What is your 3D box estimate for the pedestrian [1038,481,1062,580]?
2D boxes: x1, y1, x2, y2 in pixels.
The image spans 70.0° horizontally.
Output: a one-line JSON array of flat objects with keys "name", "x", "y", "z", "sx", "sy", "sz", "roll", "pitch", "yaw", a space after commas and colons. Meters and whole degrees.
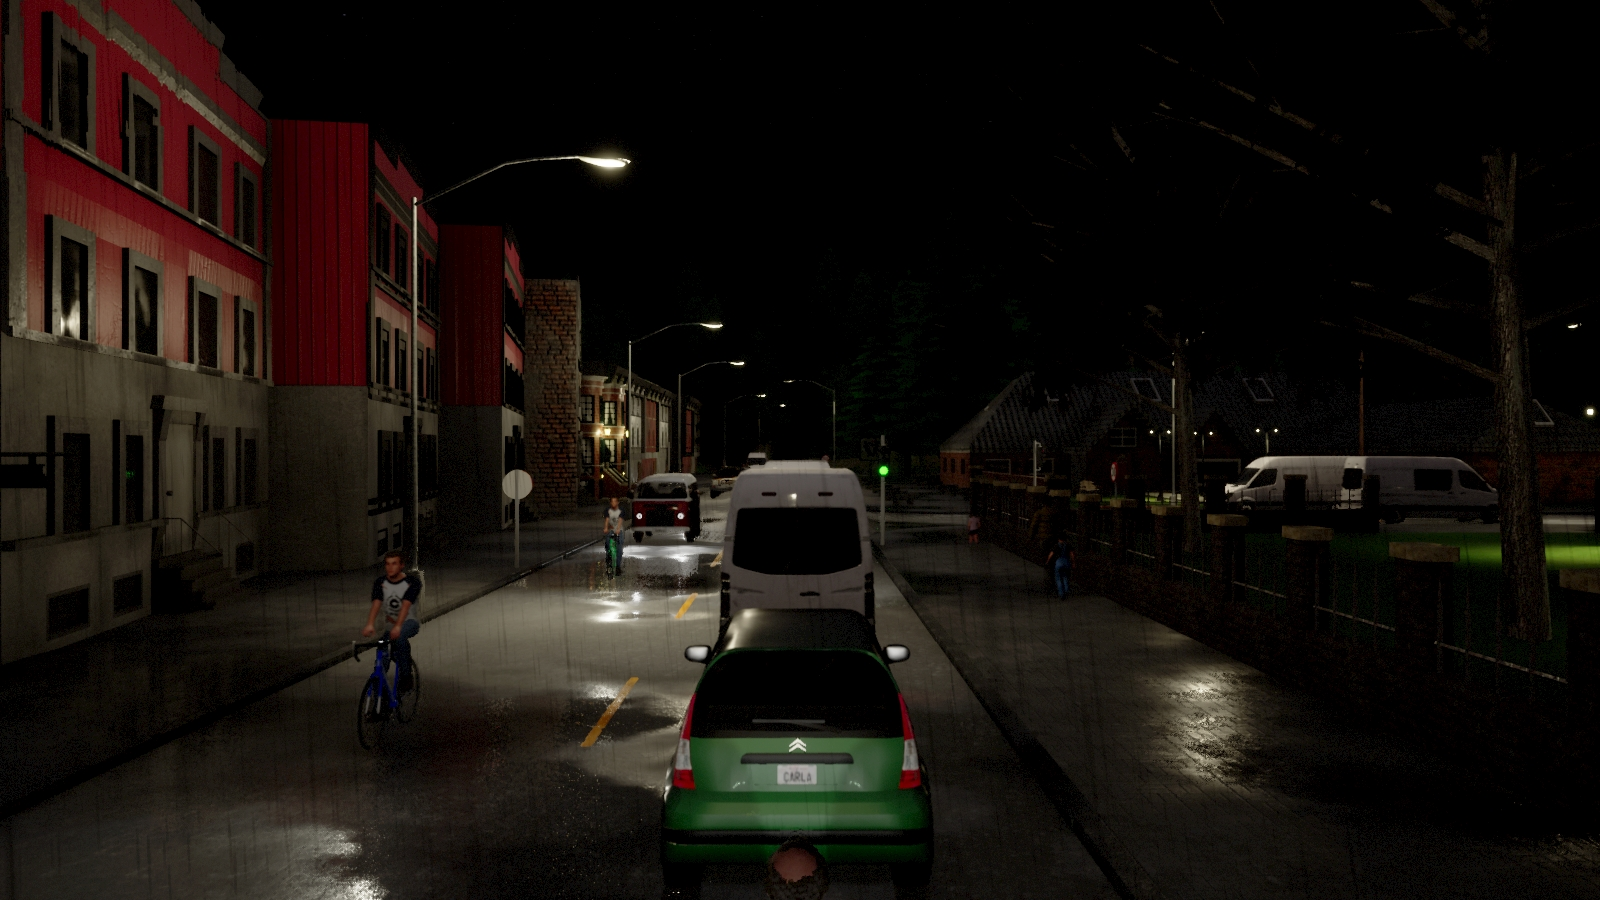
[{"name": "pedestrian", "x": 4.752, "y": 1.525, "z": 21.760, "sx": 0.375, "sy": 1.860, "sz": 0.375, "roll": 0, "pitch": 0, "yaw": 0}]

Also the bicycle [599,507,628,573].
[{"name": "bicycle", "x": -4.058, "y": 1.936, "z": 24.892, "sx": 0.373, "sy": 1.296, "sz": 1.643, "roll": 0, "pitch": 0, "yaw": 0}]

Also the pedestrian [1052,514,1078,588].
[{"name": "pedestrian", "x": 4.760, "y": 1.805, "z": 20.550, "sx": 0.375, "sy": 1.300, "sz": 0.375, "roll": 0, "pitch": 0, "yaw": 0}]

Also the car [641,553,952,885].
[{"name": "car", "x": -0.023, "y": 1.780, "z": 8.798, "sx": 1.851, "sy": 1.617, "sz": 3.988, "roll": 0, "pitch": 0, "yaw": 0}]

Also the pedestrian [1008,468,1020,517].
[{"name": "pedestrian", "x": 8.230, "y": 1.629, "z": 44.016, "sx": 0.375, "sy": 1.860, "sz": 0.375, "roll": 0, "pitch": 0, "yaw": -2}]

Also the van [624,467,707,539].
[{"name": "van", "x": -4.084, "y": 1.563, "z": 35.448, "sx": 2.069, "sy": 2.038, "sz": 4.480, "roll": 0, "pitch": 0, "yaw": 0}]

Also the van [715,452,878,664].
[{"name": "van", "x": -0.052, "y": 1.315, "z": 16.865, "sx": 1.988, "sy": 2.561, "sz": 5.915, "roll": 0, "pitch": 0, "yaw": 0}]

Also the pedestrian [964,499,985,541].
[{"name": "pedestrian", "x": 4.745, "y": 1.904, "z": 31.098, "sx": 0.500, "sy": 1.100, "sz": 0.500, "roll": 0, "pitch": 0, "yaw": 0}]

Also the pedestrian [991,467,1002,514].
[{"name": "pedestrian", "x": 7.872, "y": 1.629, "z": 45.771, "sx": 0.375, "sy": 1.860, "sz": 0.375, "roll": 0, "pitch": 0, "yaw": -5}]
